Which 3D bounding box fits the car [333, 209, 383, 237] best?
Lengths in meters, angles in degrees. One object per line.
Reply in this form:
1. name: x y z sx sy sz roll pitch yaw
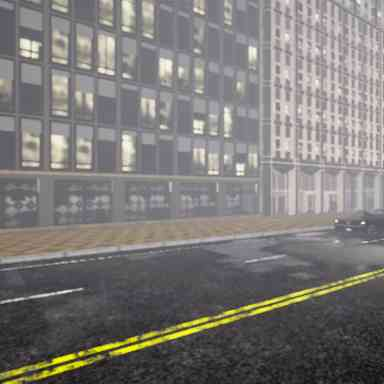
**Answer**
1. car: 10.003 1.665 18.696 4.718 1.301 1.895 0 0 -35
